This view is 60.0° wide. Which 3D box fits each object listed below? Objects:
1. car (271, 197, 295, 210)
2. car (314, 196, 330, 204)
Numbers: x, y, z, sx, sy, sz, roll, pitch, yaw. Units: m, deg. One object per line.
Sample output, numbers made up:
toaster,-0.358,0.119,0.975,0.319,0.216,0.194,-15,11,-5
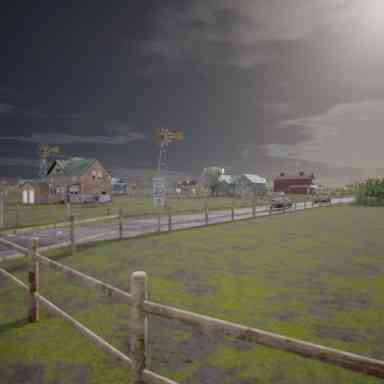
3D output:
car,10.820,1.339,39.795,1.837,1.490,4.892,-1,0,34
car,22.303,1.332,56.626,1.895,1.301,4.718,-1,0,34
